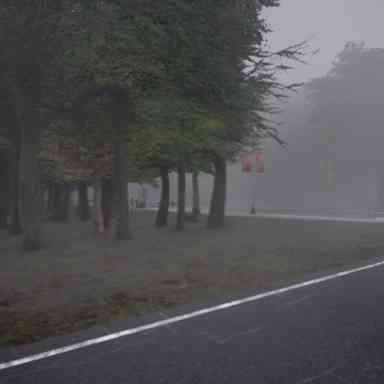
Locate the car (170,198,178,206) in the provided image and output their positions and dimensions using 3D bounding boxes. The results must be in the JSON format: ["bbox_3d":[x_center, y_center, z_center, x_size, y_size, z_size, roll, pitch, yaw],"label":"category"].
[{"bbox_3d":[-3.387,1.707,51.734,1.812,1.442,4.674,1,-1,-35],"label":"car"}]
